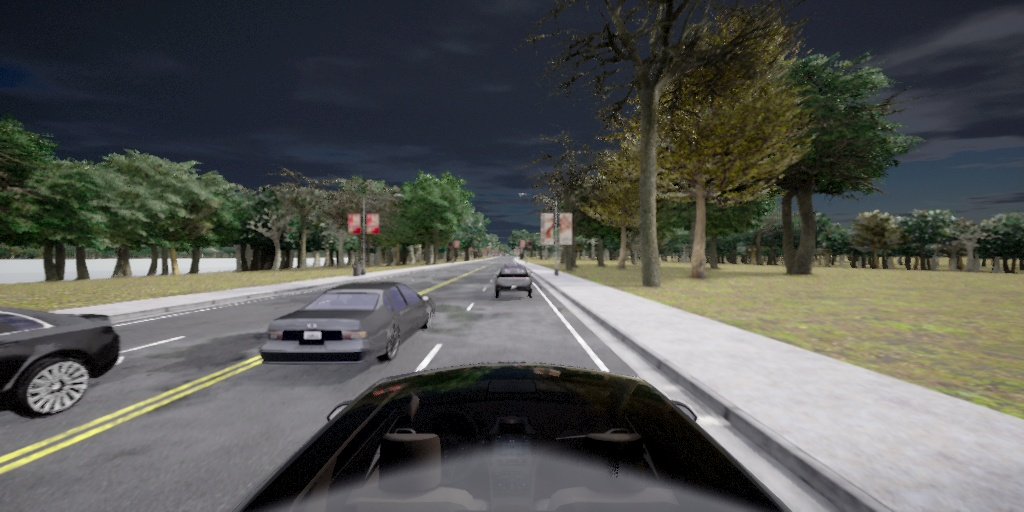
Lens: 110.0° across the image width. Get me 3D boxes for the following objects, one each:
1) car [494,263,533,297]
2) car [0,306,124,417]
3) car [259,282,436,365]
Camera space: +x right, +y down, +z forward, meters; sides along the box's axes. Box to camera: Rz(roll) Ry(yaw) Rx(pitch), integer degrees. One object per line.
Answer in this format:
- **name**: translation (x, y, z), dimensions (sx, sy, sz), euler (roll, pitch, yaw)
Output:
- **car**: translation (0.079, 1.245, 18.955), dimensions (2.128, 1.511, 4.902), euler (0, 0, 0)
- **car**: translation (-6.600, 1.243, 3.120), dimensions (2.128, 1.511, 4.902), euler (0, 0, 0)
- **car**: translation (-3.152, 1.298, 8.173), dimensions (2.033, 1.411, 5.357), euler (0, 0, 0)
